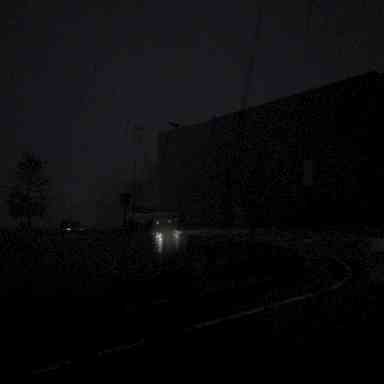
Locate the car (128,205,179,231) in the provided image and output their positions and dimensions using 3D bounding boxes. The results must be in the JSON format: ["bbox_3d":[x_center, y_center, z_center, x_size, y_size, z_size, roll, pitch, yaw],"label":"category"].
[{"bbox_3d":[-3.374,2.109,27.861,2.150,2.045,5.566,1,-5,-37],"label":"car"}]

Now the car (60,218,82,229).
[{"bbox_3d":[-16.850,4.356,46.057,1.882,1.535,5.008,1,-6,-36],"label":"car"}]
